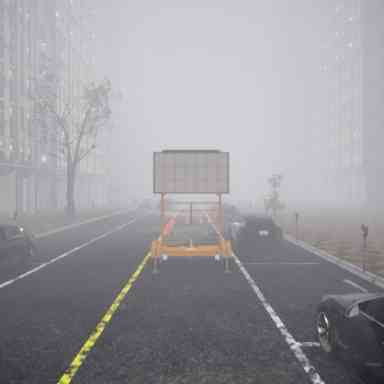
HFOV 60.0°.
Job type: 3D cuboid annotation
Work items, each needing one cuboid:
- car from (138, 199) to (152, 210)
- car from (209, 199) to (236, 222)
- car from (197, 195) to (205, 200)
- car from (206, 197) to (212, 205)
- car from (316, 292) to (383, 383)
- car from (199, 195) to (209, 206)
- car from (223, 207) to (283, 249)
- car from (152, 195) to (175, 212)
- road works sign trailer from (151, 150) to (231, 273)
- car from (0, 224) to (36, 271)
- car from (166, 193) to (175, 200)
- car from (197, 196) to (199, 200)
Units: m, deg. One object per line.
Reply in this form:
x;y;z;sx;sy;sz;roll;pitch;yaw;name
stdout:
-5.804;1.525;42.564;2.008;1.369;4.403;-1;0;0;car
2.618;1.530;25.667;1.887;1.381;4.507;-1;0;0;car
2.452;1.476;93.381;2.008;1.369;4.403;-1;0;0;car
2.604;1.507;31.480;1.752;1.417;4.829;-1;0;0;car
2.674;1.564;3.096;1.947;1.339;4.313;-1;0;0;car
2.549;1.510;53.882;1.887;1.381;4.507;-1;0;0;car
2.647;1.558;14.382;1.947;1.339;4.313;-1;0;0;car
-3.188;1.454;39.030;1.882;1.535;5.008;0;0;0;car
-0.025;0.459;10.639;2.380;3.560;2.880;0;0;0;road works sign trailer
-5.721;1.562;8.716;1.947;1.339;4.313;-1;0;0;car
-5.932;1.240;93.336;2.192;1.841;5.009;-1;0;0;car
2.493;1.495;76.452;2.008;1.369;4.403;-1;0;0;car
